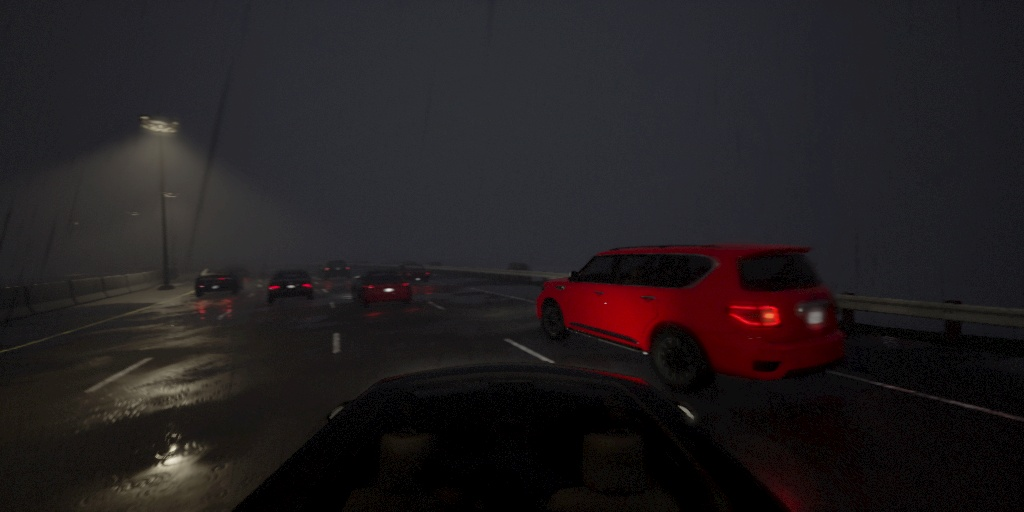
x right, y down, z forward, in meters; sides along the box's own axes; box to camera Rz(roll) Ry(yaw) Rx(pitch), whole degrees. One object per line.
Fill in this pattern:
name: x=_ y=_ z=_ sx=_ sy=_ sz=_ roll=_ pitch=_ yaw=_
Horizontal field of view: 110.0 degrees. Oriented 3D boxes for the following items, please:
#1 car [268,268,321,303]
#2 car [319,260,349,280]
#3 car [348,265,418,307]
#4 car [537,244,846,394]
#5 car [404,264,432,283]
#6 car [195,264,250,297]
car: x=-10.851 y=1.380 z=17.679 sx=2.033 sy=1.411 sz=5.357 roll=-2 pitch=1 yaw=-31
car: x=-15.950 y=1.127 z=32.042 sx=2.097 sy=1.767 sz=4.553 roll=-2 pitch=1 yaw=-35
car: x=-5.722 y=1.282 z=15.569 sx=1.994 sy=1.385 sz=4.181 roll=-2 pitch=1 yaw=-29
car: x=2.554 y=0.831 z=6.769 sx=2.150 sy=2.045 sz=5.566 roll=-2 pitch=1 yaw=-25
car: x=-7.340 y=1.228 z=25.428 sx=1.895 sy=1.301 sz=4.718 roll=-2 pitch=1 yaw=-31
car: x=-17.083 y=1.451 z=21.104 sx=2.128 sy=1.511 sz=4.902 roll=-2 pitch=1 yaw=-32
